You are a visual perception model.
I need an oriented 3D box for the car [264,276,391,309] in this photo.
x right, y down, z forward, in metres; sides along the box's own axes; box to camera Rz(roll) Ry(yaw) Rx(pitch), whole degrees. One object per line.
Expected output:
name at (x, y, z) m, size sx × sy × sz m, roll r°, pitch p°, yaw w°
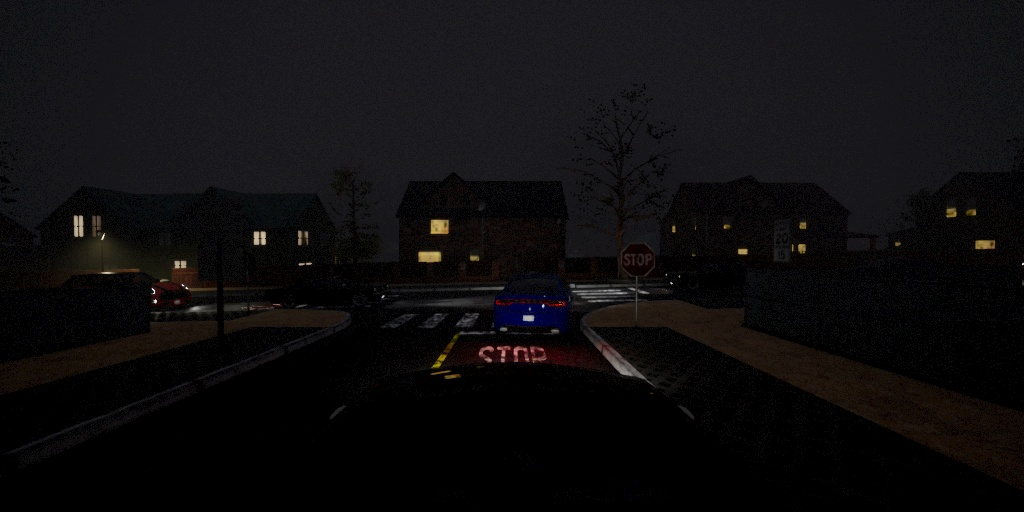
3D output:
car at (-7.810, 1.506, 15.579) m, size 4.718 × 1.301 × 1.895 m, roll -1°, pitch 1°, yaw 0°

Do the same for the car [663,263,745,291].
car at (10.412, 1.034, 18.505) m, size 4.718 × 1.301 × 1.895 m, roll -1°, pitch 1°, yaw -1°

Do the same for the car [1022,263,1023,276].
car at (29.567, 0.335, 18.533) m, size 4.553 × 1.767 × 2.097 m, roll -1°, pitch 1°, yaw 0°

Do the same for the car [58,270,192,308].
car at (-16.798, 1.472, 15.572) m, size 4.553 × 1.767 × 2.097 m, roll -1°, pitch 1°, yaw 0°

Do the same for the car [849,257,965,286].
car at (20.057, 0.753, 18.541) m, size 5.357 × 1.411 × 2.033 m, roll -1°, pitch 1°, yaw 0°

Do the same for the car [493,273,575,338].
car at (0.787, 1.227, 10.371) m, size 1.882 × 1.535 × 5.008 m, roll 0°, pitch 0°, yaw 10°
